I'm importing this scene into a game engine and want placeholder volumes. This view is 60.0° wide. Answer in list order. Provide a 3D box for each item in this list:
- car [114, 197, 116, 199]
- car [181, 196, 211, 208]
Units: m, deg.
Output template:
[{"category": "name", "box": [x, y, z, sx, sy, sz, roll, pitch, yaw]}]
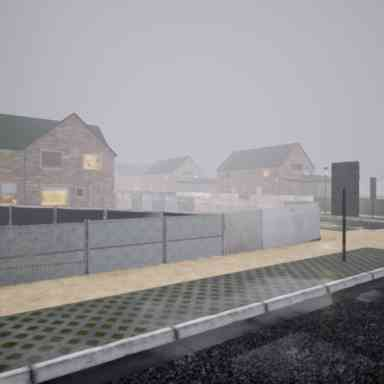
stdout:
[{"category": "car", "box": [-14.452, 0.669, 57.469, 1.994, 1.385, 4.181, 0, 0, -36]}, {"category": "car", "box": [0.361, 1.085, 37.076, 1.895, 1.301, 4.718, 0, 1, -36]}]
